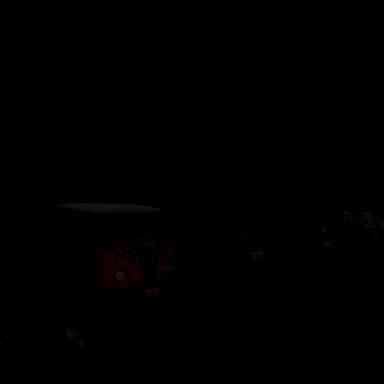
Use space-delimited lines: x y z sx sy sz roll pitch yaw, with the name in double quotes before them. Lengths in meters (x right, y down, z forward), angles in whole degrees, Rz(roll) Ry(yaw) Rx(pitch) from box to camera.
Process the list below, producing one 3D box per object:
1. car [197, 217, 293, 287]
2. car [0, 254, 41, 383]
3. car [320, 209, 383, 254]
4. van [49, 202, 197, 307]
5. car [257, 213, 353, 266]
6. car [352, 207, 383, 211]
"car" 0.176 1.511 9.608 2.163 1.488 4.792 0 0 -36
"car" -3.533 1.493 1.471 4.902 1.511 2.128 0 0 -36
"car" 4.696 1.512 12.832 2.163 1.488 4.792 0 0 -36
"van" -1.999 1.255 7.877 1.878 1.987 4.442 0 0 -36
"car" 2.436 1.511 11.220 2.163 1.488 4.792 0 0 -36
"car" 6.866 1.480 14.572 1.946 1.575 5.366 0 0 -36
